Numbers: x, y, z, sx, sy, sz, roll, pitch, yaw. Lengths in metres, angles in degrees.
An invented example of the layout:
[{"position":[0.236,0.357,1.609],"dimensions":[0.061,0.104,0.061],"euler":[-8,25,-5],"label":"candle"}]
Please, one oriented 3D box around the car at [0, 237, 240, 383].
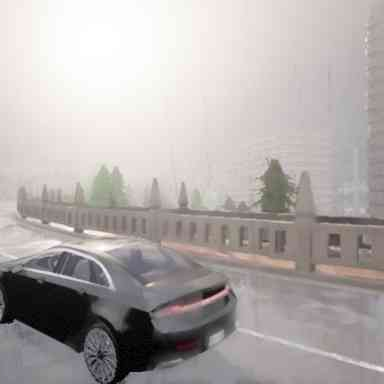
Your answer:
[{"position":[-1.596,1.509,5.447],"dimensions":[4.902,1.511,2.128],"euler":[0,0,39],"label":"car"}]
